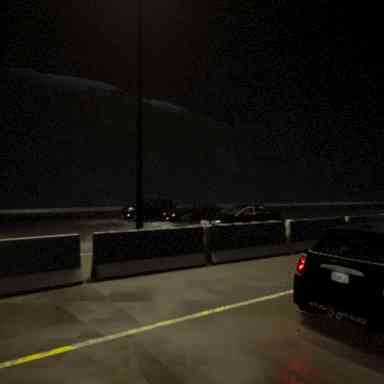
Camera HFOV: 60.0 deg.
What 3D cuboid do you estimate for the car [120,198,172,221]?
[{"bbox_3d":[-3.380,1.302,26.630,4.553,1.767,2.097,0,0,-31],"label":"car"}]

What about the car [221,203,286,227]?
[{"bbox_3d":[4.275,1.526,23.027,4.181,1.385,1.994,0,0,-30],"label":"car"}]

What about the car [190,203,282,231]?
[{"bbox_3d":[2.682,1.461,18.051,4.902,1.511,2.128,0,0,-31],"label":"car"}]

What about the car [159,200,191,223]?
[{"bbox_3d":[0.549,1.503,24.953,5.357,1.411,2.033,0,0,-30],"label":"car"}]

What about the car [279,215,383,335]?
[{"bbox_3d":[4.076,1.344,6.320,4.553,1.767,2.097,0,0,-33],"label":"car"}]
